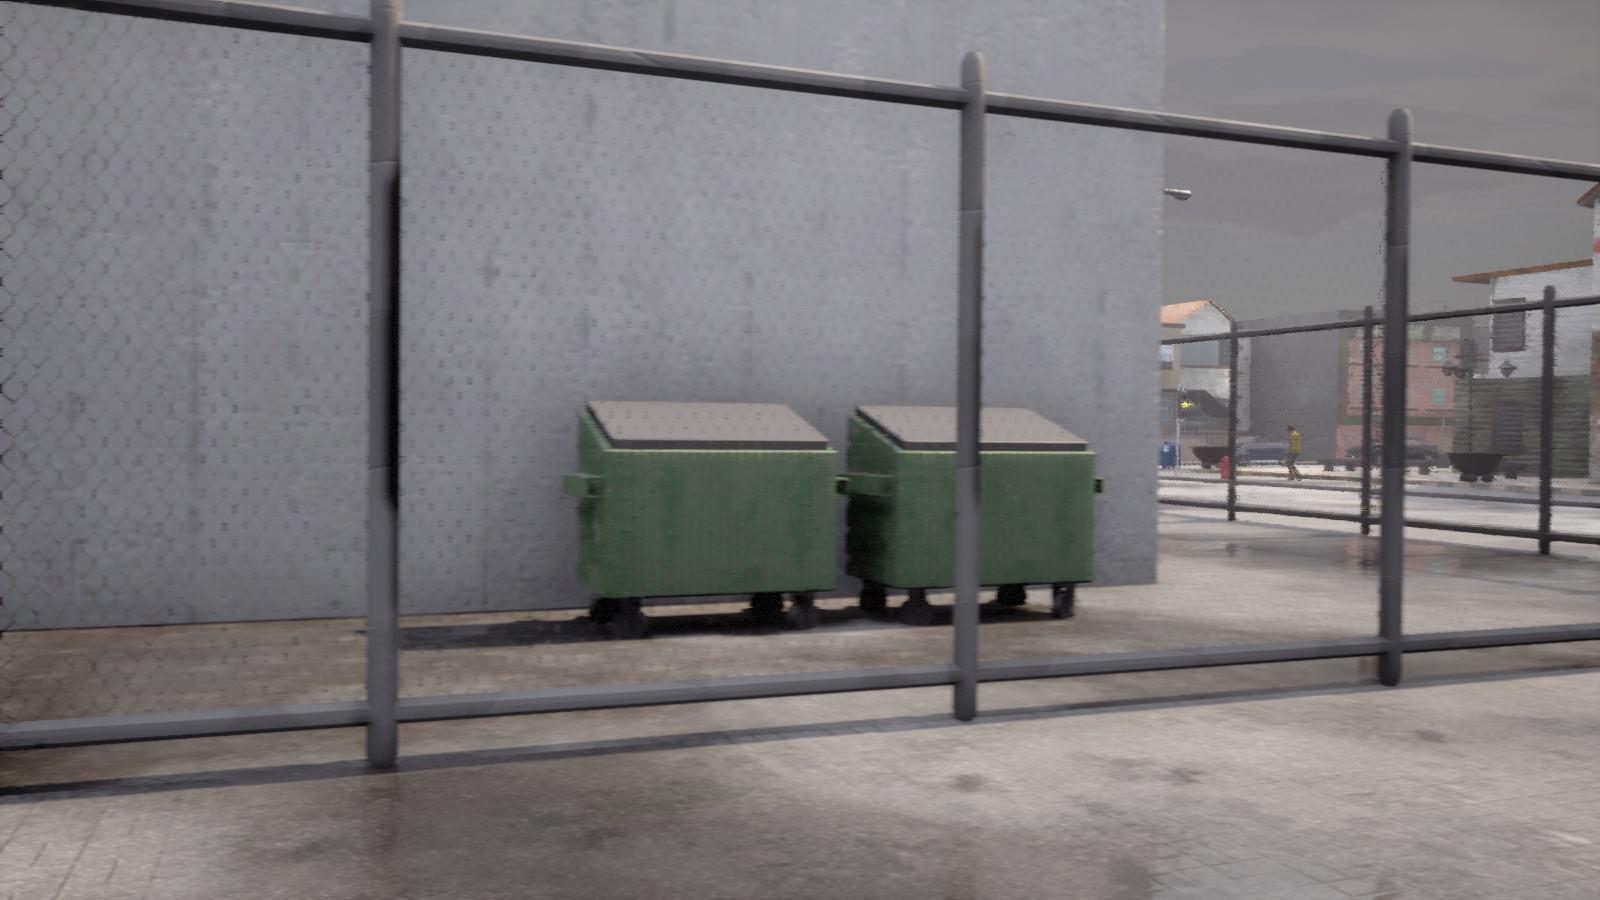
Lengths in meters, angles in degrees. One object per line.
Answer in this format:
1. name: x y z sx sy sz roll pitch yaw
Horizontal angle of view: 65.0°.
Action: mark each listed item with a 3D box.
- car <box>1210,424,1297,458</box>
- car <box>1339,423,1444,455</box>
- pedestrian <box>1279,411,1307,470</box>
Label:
1. car: 21.866 -0.445 60.566 3.705 1.549 1.789 -1 1 -21
2. car: 29.962 -0.584 63.632 5.008 1.535 1.882 -1 1 -21
3. pedestrian: 15.280 -0.295 38.918 0.370 1.835 0.726 -1 1 -41
